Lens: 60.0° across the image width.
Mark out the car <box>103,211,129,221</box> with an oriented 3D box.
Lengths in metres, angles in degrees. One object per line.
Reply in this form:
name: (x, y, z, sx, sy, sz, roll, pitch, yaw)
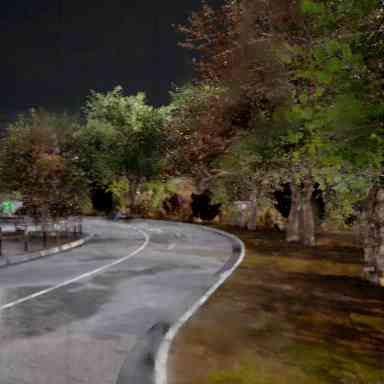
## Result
car: (-10.982, 3.374, 48.038, 4.181, 1.385, 1.994, -1, -3, 43)
